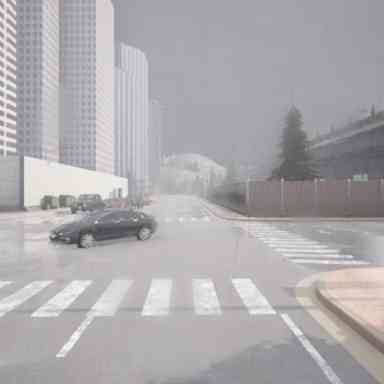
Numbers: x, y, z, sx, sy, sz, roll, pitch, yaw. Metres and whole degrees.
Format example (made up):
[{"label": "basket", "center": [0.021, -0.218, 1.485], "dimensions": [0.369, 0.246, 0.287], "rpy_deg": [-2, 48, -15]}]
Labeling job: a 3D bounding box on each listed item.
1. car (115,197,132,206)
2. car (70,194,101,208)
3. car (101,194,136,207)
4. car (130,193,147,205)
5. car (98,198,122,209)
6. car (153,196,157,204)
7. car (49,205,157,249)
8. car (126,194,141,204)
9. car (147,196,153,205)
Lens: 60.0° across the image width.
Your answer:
[{"label": "car", "center": [-11.356, 1.594, 55.392], "dimensions": [1.895, 1.301, 4.718], "rpy_deg": [0, 0, 0]}, {"label": "car", "center": [-11.107, 1.217, 35.577], "dimensions": [2.150, 2.045, 5.566], "rpy_deg": [0, 0, -1]}, {"label": "car", "center": [-7.594, 1.348, 34.784], "dimensions": [2.097, 1.767, 4.553], "rpy_deg": [0, 0, -1]}, {"label": "car", "center": [-7.738, 1.216, 44.360], "dimensions": [2.150, 2.045, 5.566], "rpy_deg": [0, 0, -1]}, {"label": "car", "center": [-11.253, 1.542, 45.820], "dimensions": [2.033, 1.411, 5.357], "rpy_deg": [0, 0, -1]}, {"label": "car", "center": [-7.942, 1.469, 64.464], "dimensions": [1.882, 1.535, 5.008], "rpy_deg": [0, 0, -1]}, {"label": "car", "center": [-3.800, 1.524, 14.885], "dimensions": [1.837, 1.490, 4.892], "rpy_deg": [-3, -2, 45]}, {"label": "car", "center": [-11.467, 1.344, 65.310], "dimensions": [2.097, 1.767, 4.553], "rpy_deg": [0, 0, -1]}, {"label": "car", "center": [-7.852, 1.519, 54.122], "dimensions": [1.812, 1.442, 4.674], "rpy_deg": [0, 0, -1]}]
